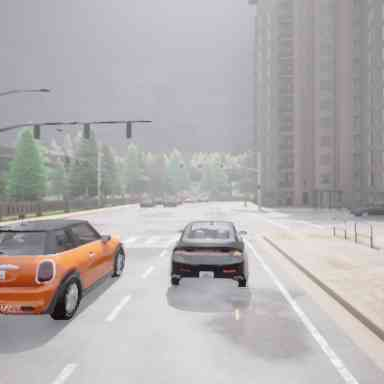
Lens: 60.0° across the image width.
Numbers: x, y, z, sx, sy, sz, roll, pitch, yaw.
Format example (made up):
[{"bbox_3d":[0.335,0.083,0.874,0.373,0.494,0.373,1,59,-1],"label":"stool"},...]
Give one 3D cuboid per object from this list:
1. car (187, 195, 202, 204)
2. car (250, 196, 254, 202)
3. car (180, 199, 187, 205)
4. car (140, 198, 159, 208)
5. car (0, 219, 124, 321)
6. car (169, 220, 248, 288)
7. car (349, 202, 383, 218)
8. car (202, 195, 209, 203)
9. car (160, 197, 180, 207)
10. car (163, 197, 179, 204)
[{"bbox_3d":[-0.118,1.970,77.592,1.882,1.535,5.008,0,0,24],"label":"car"},{"bbox_3d":[18.088,1.944,90.670,4.553,1.767,2.097,0,0,-20],"label":"car"},{"bbox_3d":[-3.001,1.974,67.510,2.033,1.411,5.357,0,0,7],"label":"car"},{"bbox_3d":[-7.394,1.898,55.987,2.033,1.411,5.357,0,0,4],"label":"car"},{"bbox_3d":[-3.064,1.398,7.603,2.097,1.767,4.553,0,0,4],"label":"car"},{"bbox_3d":[0.542,1.554,9.482,2.128,1.511,4.902,0,0,5],"label":"car"},{"bbox_3d":[18.197,1.783,32.896,4.892,1.490,1.837,0,0,3],"label":"car"},{"bbox_3d":[2.180,1.782,87.475,2.150,2.045,5.566,0,0,38],"label":"car"},{"bbox_3d":[-3.743,1.718,58.008,2.097,1.767,4.553,0,0,2],"label":"car"},{"bbox_3d":[-4.701,1.955,75.696,1.882,1.535,5.008,0,0,20],"label":"car"}]
